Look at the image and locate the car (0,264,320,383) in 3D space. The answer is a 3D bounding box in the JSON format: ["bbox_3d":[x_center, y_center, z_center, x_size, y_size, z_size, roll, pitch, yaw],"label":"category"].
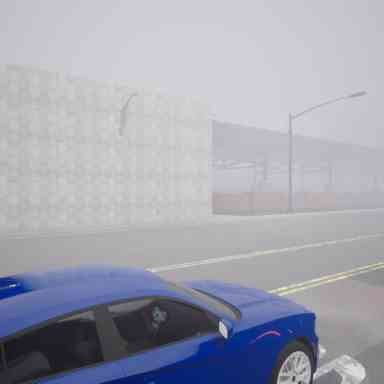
[{"bbox_3d":[-0.805,1.478,3.174,5.008,1.535,1.882,0,0,-36],"label":"car"}]
